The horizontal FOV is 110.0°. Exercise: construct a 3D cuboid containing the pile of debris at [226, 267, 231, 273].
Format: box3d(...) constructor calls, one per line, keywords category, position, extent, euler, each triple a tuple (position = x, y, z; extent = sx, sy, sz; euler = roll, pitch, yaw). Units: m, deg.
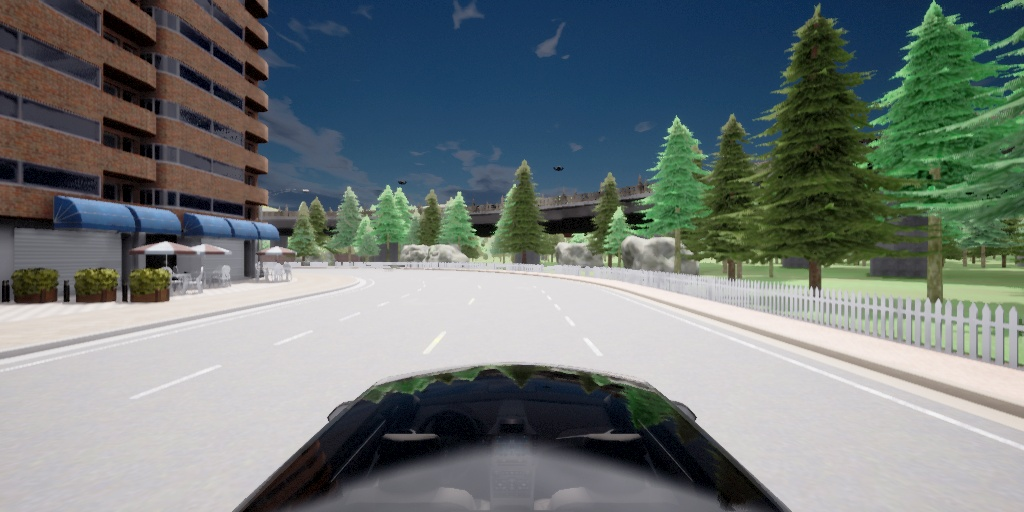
box3d(category="pile of debris", position=(-37.839, 1.905, 49.860), extent=(1.860, 0.140, 1.500), euler=(0, 0, 0))
